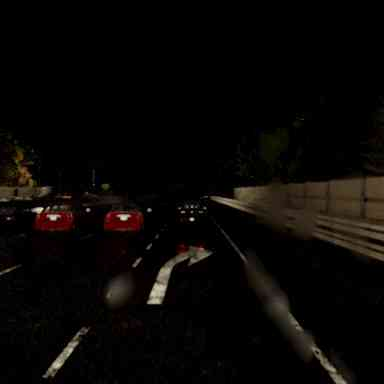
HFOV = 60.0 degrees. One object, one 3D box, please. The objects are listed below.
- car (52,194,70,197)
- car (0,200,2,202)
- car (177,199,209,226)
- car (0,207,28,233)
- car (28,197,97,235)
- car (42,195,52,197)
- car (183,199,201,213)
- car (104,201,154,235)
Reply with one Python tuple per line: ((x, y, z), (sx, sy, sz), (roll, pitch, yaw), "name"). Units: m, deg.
((-27.988, 1.206, 72.641), (2.097, 1.767, 4.553), (0, 0, 0), "car")
((-21.079, 1.213, 32.765), (2.150, 2.045, 5.566), (0, 0, 0), "car")
((0.002, 1.478, 23.185), (2.128, 1.511, 4.902), (0, 0, 0), "car")
((-10.394, 1.551, 19.675), (1.994, 1.385, 4.181), (0, 0, 0), "car")
((-6.899, 1.339, 18.667), (2.097, 1.767, 4.553), (0, 0, 0), "car")
((-31.488, 1.328, 72.611), (1.882, 1.535, 5.008), (0, 0, 0), "car")
((0.006, 1.558, 37.815), (1.994, 1.385, 4.181), (0, 0, 0), "car")
((-3.398, 1.339, 18.695), (2.097, 1.767, 4.553), (0, 0, 0), "car")
